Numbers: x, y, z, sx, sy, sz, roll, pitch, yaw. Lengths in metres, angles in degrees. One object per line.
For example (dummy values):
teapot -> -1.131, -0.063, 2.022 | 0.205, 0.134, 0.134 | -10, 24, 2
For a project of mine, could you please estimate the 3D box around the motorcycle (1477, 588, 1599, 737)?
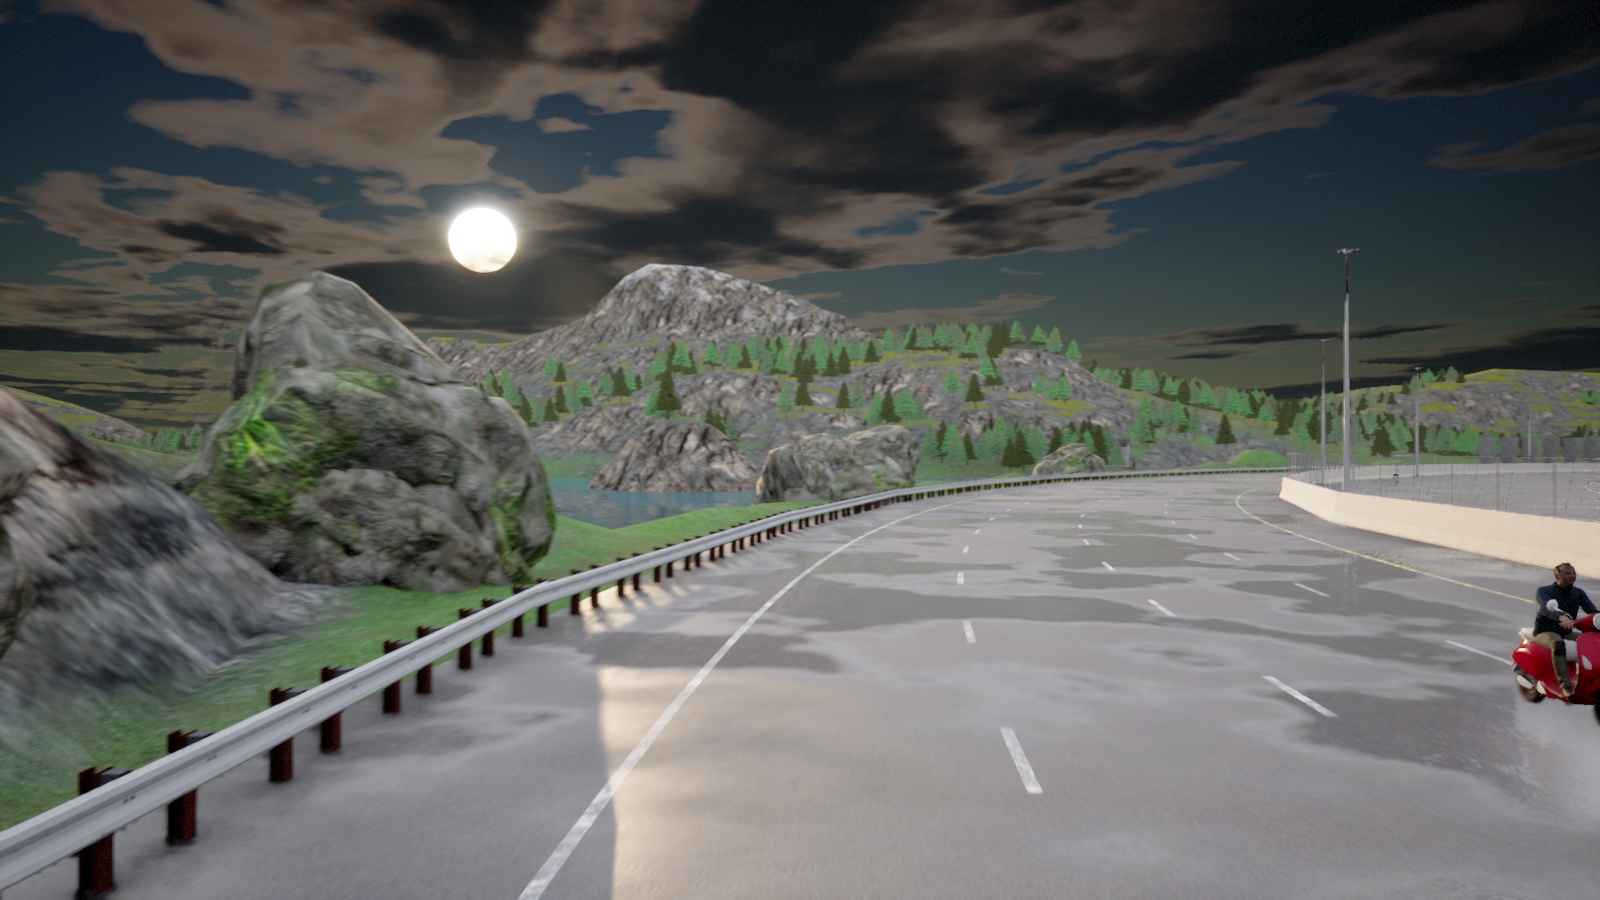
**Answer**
motorcycle -> 8.098, 2.195, 12.054 | 0.856, 1.236, 1.805 | 2, 0, 2
